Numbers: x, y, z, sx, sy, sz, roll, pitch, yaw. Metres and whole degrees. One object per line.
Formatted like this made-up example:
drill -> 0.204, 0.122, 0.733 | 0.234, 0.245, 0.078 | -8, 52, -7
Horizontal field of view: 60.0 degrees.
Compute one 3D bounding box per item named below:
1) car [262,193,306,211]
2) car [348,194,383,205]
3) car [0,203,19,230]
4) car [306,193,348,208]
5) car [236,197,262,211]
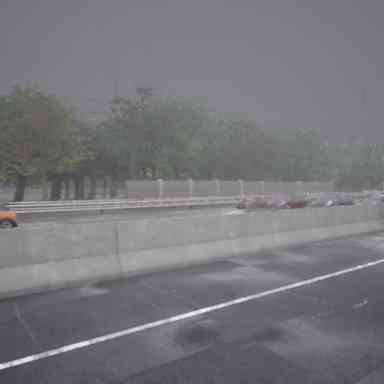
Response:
car -> 9.385, 0.939, 32.168 | 4.553, 1.767, 2.097 | -1, 1, -35
car -> 15.572, 1.016, 27.985 | 5.008, 1.535, 1.882 | -1, 1, -35
car -> -11.586, 1.348, 17.222 | 4.553, 1.767, 2.097 | -1, 0, -36
car -> 12.953, 0.904, 30.413 | 4.553, 1.767, 2.097 | -1, 1, -35
car -> 6.530, 1.170, 34.432 | 4.181, 1.385, 1.994 | -1, 1, -35
